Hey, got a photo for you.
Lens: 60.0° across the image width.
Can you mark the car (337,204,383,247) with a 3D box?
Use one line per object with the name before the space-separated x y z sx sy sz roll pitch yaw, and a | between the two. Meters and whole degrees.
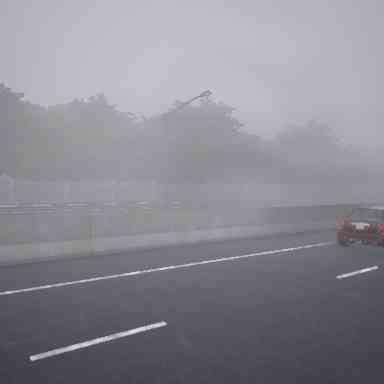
car | 8.135 1.358 13.858 4.553 1.767 2.097 0 0 -35
